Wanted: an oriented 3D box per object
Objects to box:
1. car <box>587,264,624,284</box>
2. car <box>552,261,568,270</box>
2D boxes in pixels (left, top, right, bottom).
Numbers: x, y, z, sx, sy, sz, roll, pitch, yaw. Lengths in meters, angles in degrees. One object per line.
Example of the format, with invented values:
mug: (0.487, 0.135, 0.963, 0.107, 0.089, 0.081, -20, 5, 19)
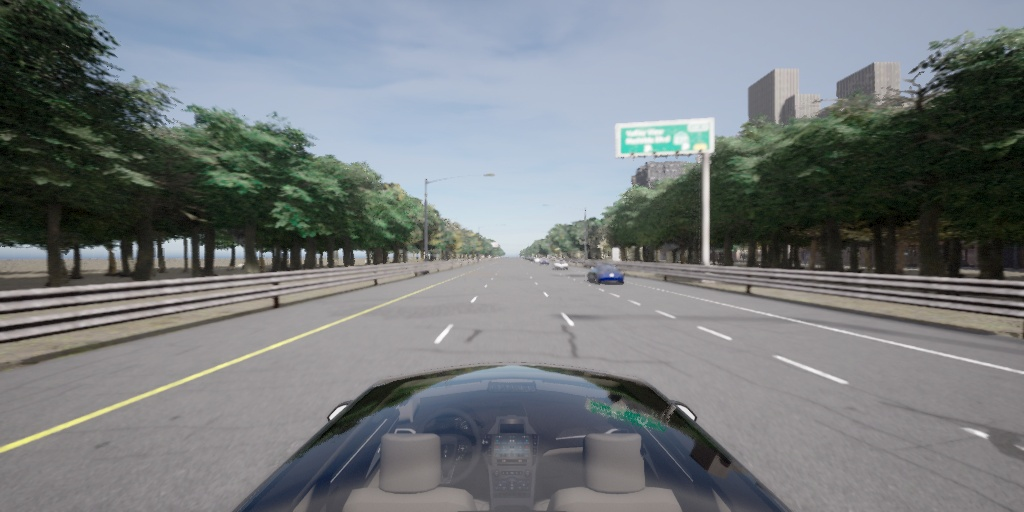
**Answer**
car: (7.014, 1.315, 27.180, 1.994, 1.385, 4.181, 0, 0, 0)
car: (7.030, 1.350, 53.085, 1.895, 1.301, 4.718, 0, 0, 0)
